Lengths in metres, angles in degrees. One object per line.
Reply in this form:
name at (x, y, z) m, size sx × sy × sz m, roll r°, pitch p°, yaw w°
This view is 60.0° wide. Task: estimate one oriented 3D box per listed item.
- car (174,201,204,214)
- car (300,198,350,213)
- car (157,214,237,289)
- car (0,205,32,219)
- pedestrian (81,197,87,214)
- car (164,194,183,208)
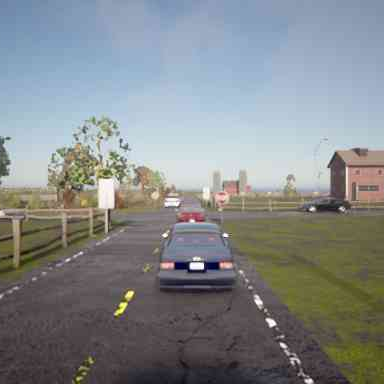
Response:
car at (-0.135, 1.578, 22.350) m, size 1.812 × 1.442 × 4.674 m, roll 0°, pitch 0°, yaw -3°
car at (13.602, 1.359, 34.224) m, size 4.892 × 1.490 × 1.837 m, roll -1°, pitch 0°, yaw 0°
car at (0.101, 1.569, 9.337) m, size 2.033 × 1.411 × 5.357 m, roll 0°, pitch 0°, yaw 0°
car at (-17.880, 1.916, 31.529) m, size 4.718 × 1.301 × 1.895 m, roll -1°, pitch 0°, yaw 1°
pedestrian at (-12.164, 1.504, 37.444) m, size 0.375 × 1.860 × 0.375 m, roll 0°, pitch 1°, yaw 0°
car at (-2.836, 1.335, 49.575) m, size 2.150 × 2.045 × 5.566 m, roll 0°, pitch 1°, yaw 0°
